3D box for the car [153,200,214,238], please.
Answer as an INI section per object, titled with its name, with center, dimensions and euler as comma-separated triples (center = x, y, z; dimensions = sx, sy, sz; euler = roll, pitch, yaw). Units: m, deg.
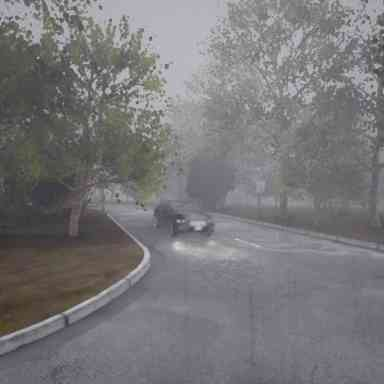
[car]
center = -0.539, 1.151, 15.685
dimensions = 2.128, 1.511, 4.902
euler = 1, 1, -19
